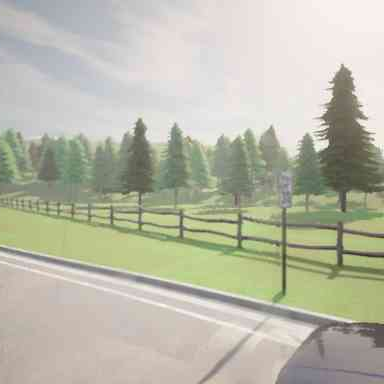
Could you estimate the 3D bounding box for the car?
[{"bbox_3d":[3.160,1.560,1.803,5.357,1.411,2.033,0,0,36],"label":"car"}]
